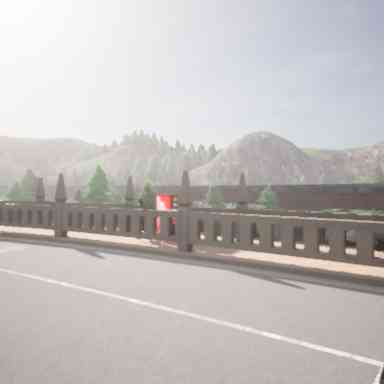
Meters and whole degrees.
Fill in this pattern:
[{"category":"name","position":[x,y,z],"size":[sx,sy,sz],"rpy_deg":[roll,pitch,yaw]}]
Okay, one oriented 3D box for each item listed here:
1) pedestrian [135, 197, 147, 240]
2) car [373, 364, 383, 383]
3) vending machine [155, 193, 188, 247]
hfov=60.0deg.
[{"category":"pedestrian","position":[-2.067,1.023,13.516],"size":[0.375,1.860,0.375],"rpy_deg":[1,1,30]},{"category":"car","position":[3.471,1.501,1.317],"size":[4.902,1.511,2.128],"rpy_deg":[1,0,36]},{"category":"vending machine","position":[-0.839,1.083,13.690],"size":[0.880,2.100,1.100],"rpy_deg":[1,1,31]}]
